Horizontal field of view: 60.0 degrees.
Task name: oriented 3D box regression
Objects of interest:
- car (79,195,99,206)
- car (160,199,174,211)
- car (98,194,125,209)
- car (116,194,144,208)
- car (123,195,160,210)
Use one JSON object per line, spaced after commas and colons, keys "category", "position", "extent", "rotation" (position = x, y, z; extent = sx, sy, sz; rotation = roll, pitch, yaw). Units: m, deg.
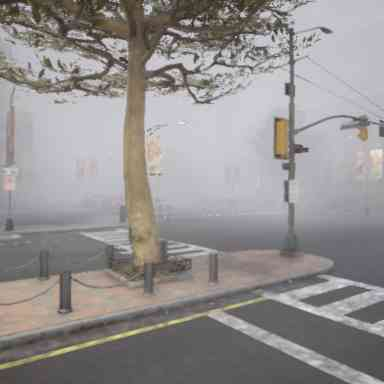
{"category": "car", "position": [-17.255, 1.676, 55.585], "extent": [1.994, 1.385, 4.181], "rotation": [0, 0, -42]}
{"category": "car", "position": [-4.197, 1.659, 44.033], "extent": [1.812, 1.442, 4.674], "rotation": [0, 0, -36]}
{"category": "car", "position": [-11.353, 1.465, 47.974], "extent": [2.097, 1.767, 4.553], "rotation": [0, 0, -36]}
{"category": "car", "position": [-9.732, 1.355, 51.756], "extent": [2.150, 2.045, 5.566], "rotation": [0, 0, -36]}
{"category": "car", "position": [-6.262, 1.465, 40.891], "extent": [2.097, 1.767, 4.553], "rotation": [0, 0, -35]}
